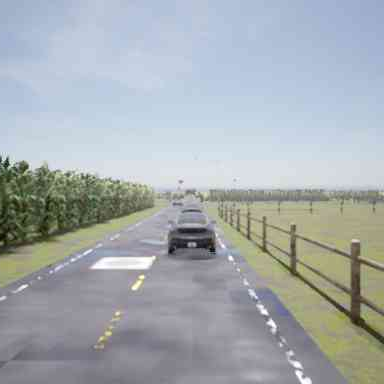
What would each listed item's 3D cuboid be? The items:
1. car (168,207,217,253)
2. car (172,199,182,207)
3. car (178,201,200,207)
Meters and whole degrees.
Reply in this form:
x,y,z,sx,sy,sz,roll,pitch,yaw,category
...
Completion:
x,y,z,sx,sy,sz,roll,pitch,yaw,category
0.005,1.641,14.311,1.837,1.490,4.892,0,0,0,car
-2.765,2.110,65.021,2.033,1.411,5.357,0,0,1,car
0.006,1.773,29.288,1.837,1.490,4.892,0,0,0,car
